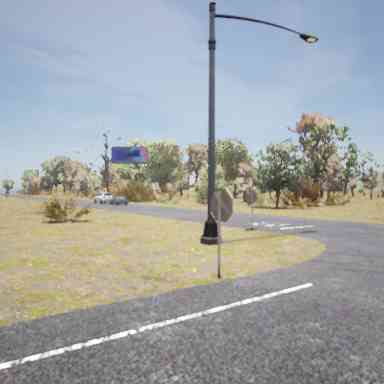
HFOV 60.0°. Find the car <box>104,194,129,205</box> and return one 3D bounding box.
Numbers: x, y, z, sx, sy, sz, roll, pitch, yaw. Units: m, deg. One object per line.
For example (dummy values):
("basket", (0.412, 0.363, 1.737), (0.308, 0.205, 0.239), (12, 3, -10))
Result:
("car", (-12.208, 1.460, 55.094), (2.033, 1.411, 5.357), (0, 0, -33))

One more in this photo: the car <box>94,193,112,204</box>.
("car", (-16.222, 1.121, 61.028), (2.150, 2.045, 5.566), (0, 0, -34))
